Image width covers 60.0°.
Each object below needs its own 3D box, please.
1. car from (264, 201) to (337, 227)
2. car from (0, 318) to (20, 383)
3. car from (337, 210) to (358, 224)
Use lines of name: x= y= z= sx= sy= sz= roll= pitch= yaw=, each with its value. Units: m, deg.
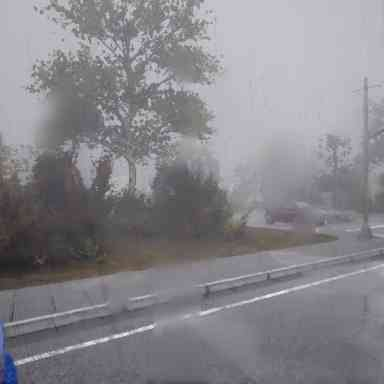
car: x=7.432 y=1.426 z=23.655 sx=2.097 sy=1.767 sz=4.553 roll=0 pitch=-1 yaw=-38
car: x=-3.561 y=1.477 z=1.422 sx=5.008 sy=1.535 sz=1.882 roll=0 pitch=0 yaw=-35
car: x=10.226 y=1.675 z=25.857 sx=1.895 sy=1.301 sz=4.718 roll=0 pitch=-1 yaw=-39
